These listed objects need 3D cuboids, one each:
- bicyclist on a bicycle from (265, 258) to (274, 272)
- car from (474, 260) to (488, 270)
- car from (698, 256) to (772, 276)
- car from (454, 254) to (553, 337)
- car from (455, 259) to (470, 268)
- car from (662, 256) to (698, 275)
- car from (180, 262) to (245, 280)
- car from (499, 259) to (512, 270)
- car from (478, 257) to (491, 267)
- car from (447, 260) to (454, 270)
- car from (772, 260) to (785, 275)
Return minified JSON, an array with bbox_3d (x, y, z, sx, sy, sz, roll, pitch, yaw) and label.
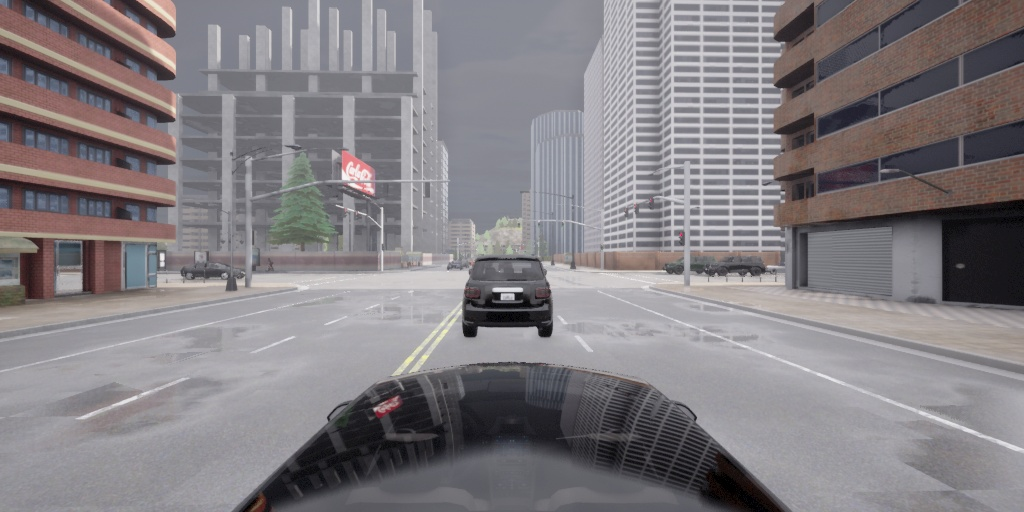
[{"bbox_3d":[-28.715,1.051,42.505,0.582,1.620,1.656,0,0,-1],"label":"bicyclist on a bicycle"},{"bbox_3d":[-4.679,1.314,54.613,1.994,1.385,4.181,0,0,-1],"label":"car"},{"bbox_3d":[21.988,0.971,35.549,5.566,2.045,2.150,0,0,-2],"label":"car"},{"bbox_3d":[-0.122,0.971,10.391,2.150,2.045,5.566,0,0,-1],"label":"car"},{"bbox_3d":[-8.286,1.255,60.353,1.837,1.490,4.892,0,0,-1],"label":"car"},{"bbox_3d":[19.376,0.972,38.978,5.566,2.045,2.150,0,0,-1],"label":"car"},{"bbox_3d":[-25.326,1.255,30.610,4.892,1.490,1.837,0,0,-1],"label":"car"},{"bbox_3d":[-0.938,1.227,52.176,1.882,1.535,5.008,0,0,-1],"label":"car"},{"bbox_3d":[-4.845,1.102,64.303,2.097,1.767,4.553,0,0,-1],"label":"car"},{"bbox_3d":[-8.124,1.314,51.781,1.994,1.385,4.181,0,0,-1],"label":"car"},{"bbox_3d":[29.506,1.351,39.232,4.718,1.301,1.895,0,0,-1],"label":"car"}]
